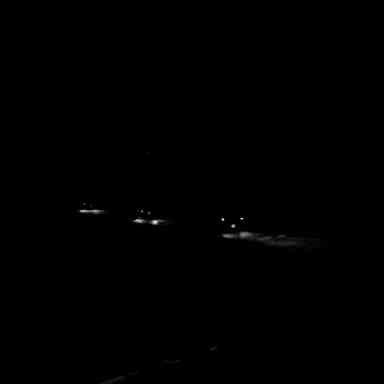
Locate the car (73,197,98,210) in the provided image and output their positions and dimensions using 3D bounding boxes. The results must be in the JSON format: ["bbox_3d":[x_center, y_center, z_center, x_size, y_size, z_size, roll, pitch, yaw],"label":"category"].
[{"bbox_3d":[-13.014,1.362,40.399,1.812,1.442,4.674,1,0,-36],"label":"car"}]

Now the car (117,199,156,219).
[{"bbox_3d":[-4.881,1.436,28.900,1.837,1.490,4.892,1,0,-35],"label":"car"}]

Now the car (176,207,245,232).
[{"bbox_3d":[1.049,1.603,20.560,1.895,1.301,4.718,1,0,-36],"label":"car"}]
